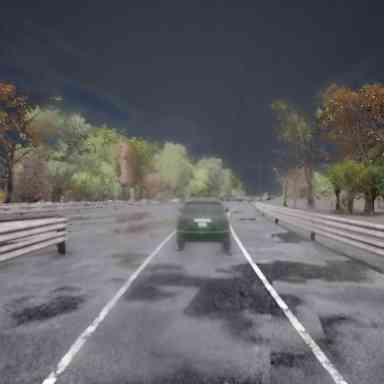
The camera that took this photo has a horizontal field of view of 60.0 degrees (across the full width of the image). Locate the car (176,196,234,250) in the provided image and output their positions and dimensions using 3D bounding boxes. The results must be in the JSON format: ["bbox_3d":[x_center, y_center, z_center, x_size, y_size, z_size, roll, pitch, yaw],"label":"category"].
[{"bbox_3d":[0.557,1.350,15.153,2.150,2.045,5.566,0,0,3],"label":"car"}]
